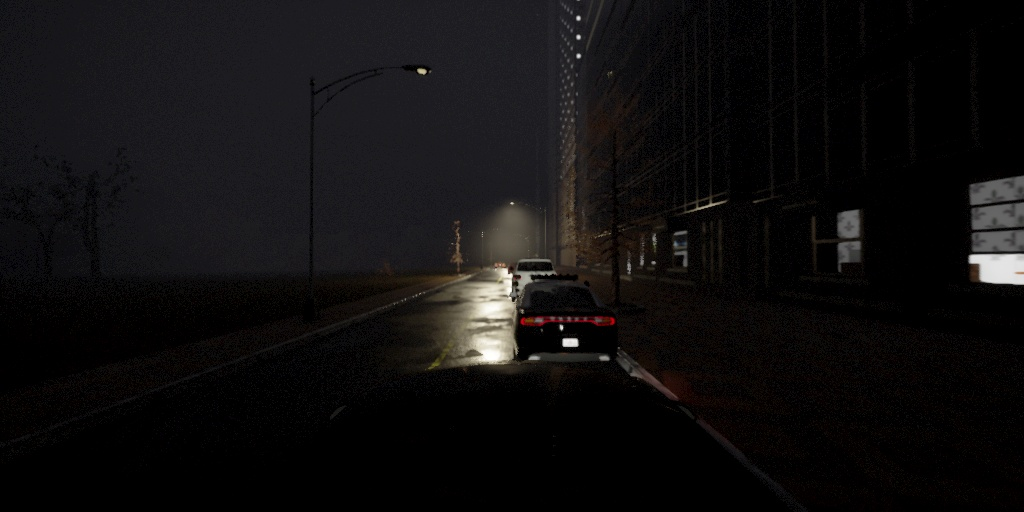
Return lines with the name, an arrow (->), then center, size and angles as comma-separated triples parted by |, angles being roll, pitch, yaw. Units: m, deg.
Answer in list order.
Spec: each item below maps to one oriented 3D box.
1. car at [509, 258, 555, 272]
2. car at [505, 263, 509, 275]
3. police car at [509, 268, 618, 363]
car -> 1.065, 1.127, 18.361 | 2.150, 2.045, 5.566 | 0, -1, 1
car -> 0.446, 1.643, 46.585 | 1.882, 1.535, 5.008 | 0, 0, 1
police car -> 0.975, 1.235, 8.438 | 1.930, 1.638, 5.238 | 0, -1, 1
